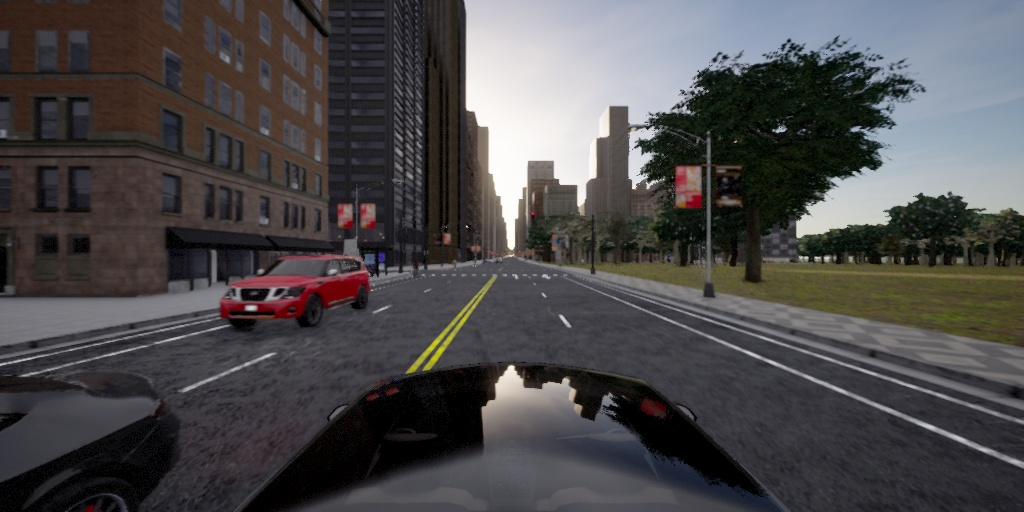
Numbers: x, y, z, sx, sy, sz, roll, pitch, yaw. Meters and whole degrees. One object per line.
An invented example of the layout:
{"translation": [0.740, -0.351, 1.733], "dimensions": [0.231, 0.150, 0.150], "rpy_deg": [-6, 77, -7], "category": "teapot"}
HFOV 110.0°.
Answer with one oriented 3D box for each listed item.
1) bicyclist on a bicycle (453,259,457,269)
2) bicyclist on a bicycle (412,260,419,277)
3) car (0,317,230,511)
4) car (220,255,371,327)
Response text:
{"translation": [-8.767, 1.231, 54.868], "dimensions": [0.866, 1.612, 1.509], "rpy_deg": [0, 0, 0], "category": "bicyclist on a bicycle"}
{"translation": [-8.758, 1.198, 32.672], "dimensions": [0.582, 1.620, 1.656], "rpy_deg": [0, 0, 0], "category": "bicyclist on a bicycle"}
{"translation": [-3.350, 1.276, 0.747], "dimensions": [1.812, 1.442, 4.674], "rpy_deg": [0, 0, 0], "category": "car"}
{"translation": [-6.604, 0.971, 11.829], "dimensions": [2.150, 2.045, 5.566], "rpy_deg": [0, 0, 0], "category": "car"}
